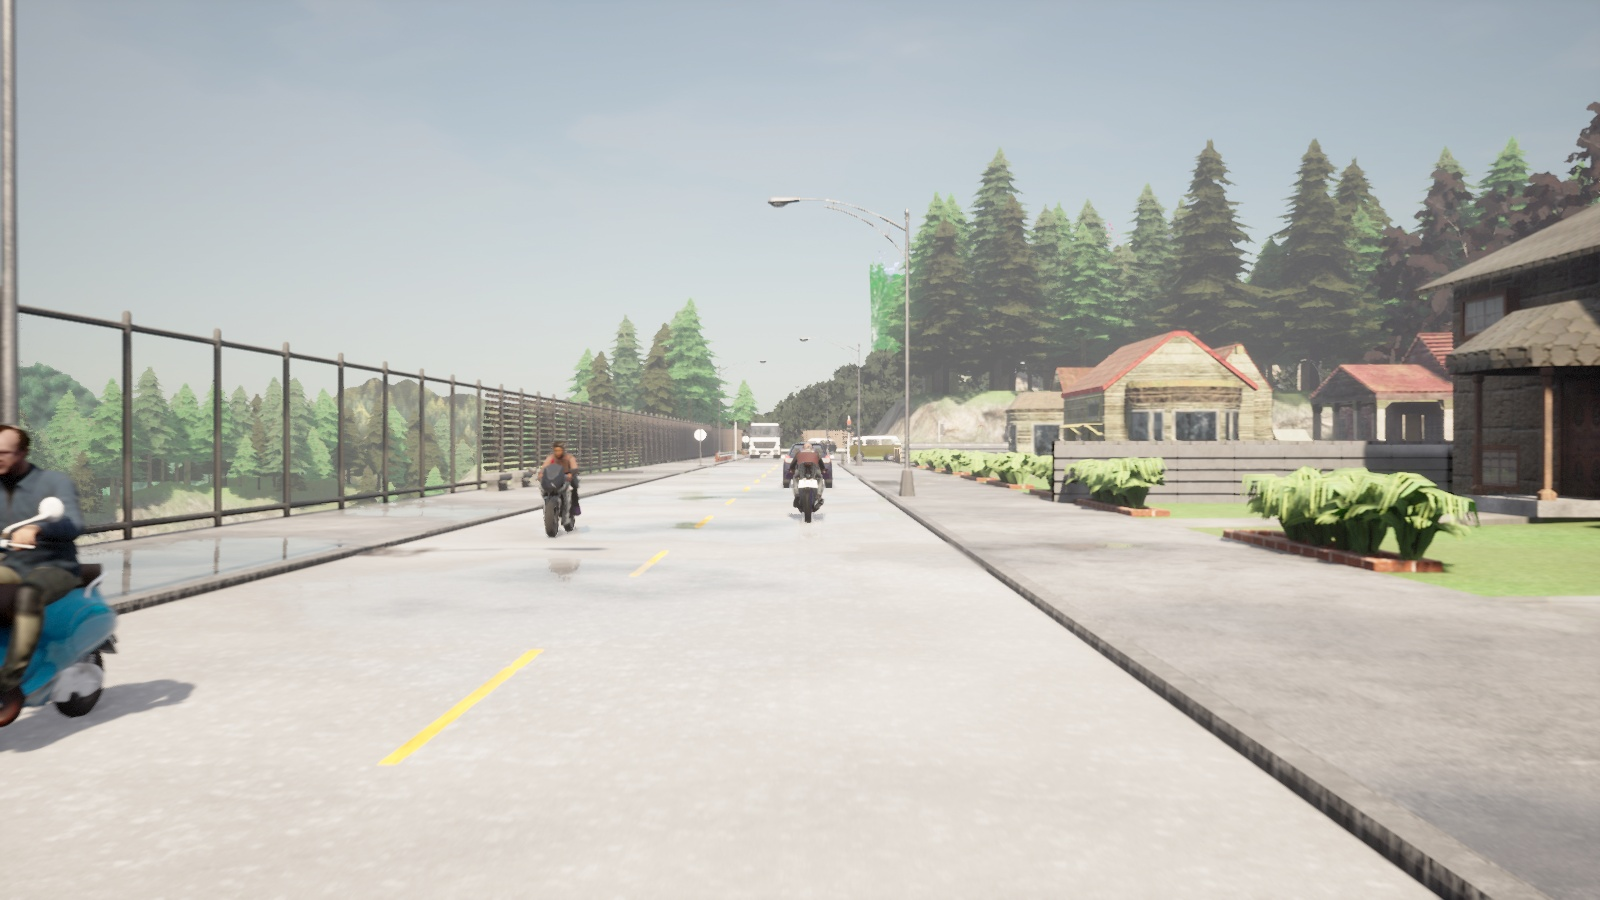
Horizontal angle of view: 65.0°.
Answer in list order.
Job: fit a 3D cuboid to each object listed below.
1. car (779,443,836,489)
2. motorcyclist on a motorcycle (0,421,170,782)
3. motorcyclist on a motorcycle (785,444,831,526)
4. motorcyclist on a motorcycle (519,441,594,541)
[{"bbox_3d":[0.259,0.519,42.846,1.845,1.501,3.633,0,0,0],"label":"car"},{"bbox_3d":[-3.950,0.662,6.086,0.866,1.590,1.817,0,0,0],"label":"motorcyclist on a motorcycle"},{"bbox_3d":[0.155,0.643,24.511,0.866,1.530,2.191,0,0,0],"label":"motorcyclist on a motorcycle"},{"bbox_3d":[-3.870,0.612,20.134,0.797,1.523,2.044,0,0,0],"label":"motorcyclist on a motorcycle"}]
